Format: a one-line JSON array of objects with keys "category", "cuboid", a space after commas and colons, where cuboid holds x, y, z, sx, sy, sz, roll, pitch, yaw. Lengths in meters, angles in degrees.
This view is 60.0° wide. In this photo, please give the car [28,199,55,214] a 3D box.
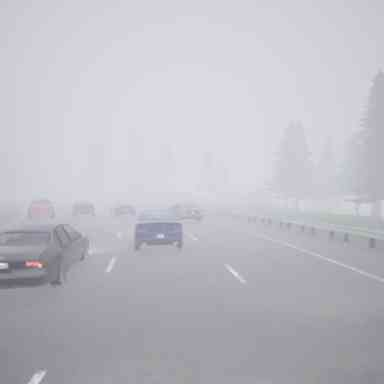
[{"category": "car", "cuboid": [-13.581, 1.368, 30.180, 2.097, 1.767, 4.553, 0, 0, -22]}]

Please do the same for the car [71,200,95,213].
[{"category": "car", "cuboid": [-10.527, 1.479, 31.957, 1.882, 1.535, 5.008, 0, 0, -23]}]

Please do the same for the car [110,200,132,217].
[{"category": "car", "cuboid": [-6.589, 1.512, 31.573, 1.812, 1.442, 4.674, 0, 0, -22]}]

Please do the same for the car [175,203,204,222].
[{"category": "car", "cuboid": [-0.683, 1.517, 25.655, 2.033, 1.411, 5.357, 0, 0, -18]}]

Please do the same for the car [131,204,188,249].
[{"category": "car", "cuboid": [-1.597, 1.465, 14.625, 1.882, 1.535, 5.008, 0, 0, -10]}]

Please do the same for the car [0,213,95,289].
[{"category": "car", "cuboid": [-4.198, 1.552, 9.264, 2.033, 1.411, 5.357, 0, 0, -7]}]
